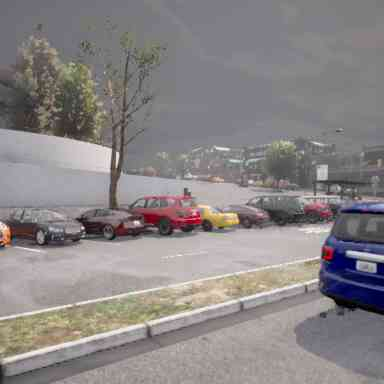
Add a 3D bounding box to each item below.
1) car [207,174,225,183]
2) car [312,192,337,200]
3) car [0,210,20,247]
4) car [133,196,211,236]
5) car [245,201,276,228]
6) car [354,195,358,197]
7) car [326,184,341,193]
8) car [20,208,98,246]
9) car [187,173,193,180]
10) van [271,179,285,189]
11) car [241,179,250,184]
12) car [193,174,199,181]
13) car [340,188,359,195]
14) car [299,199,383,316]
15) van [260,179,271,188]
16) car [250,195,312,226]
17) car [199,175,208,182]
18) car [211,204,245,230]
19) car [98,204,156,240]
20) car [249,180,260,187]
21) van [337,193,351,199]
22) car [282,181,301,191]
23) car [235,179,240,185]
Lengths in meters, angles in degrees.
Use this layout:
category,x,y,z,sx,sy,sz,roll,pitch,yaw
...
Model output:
category,x,y,z,sx,sy,sz,roll,pitch,yaw
car,6.922,-3.174,87.312,1.946,1.575,5.366,7,3,34
car,7.777,1.268,25.684,5.566,2.045,2.435,-1,-1,35
car,-9.411,1.367,13.536,4.553,1.767,2.185,-1,-1,34
car,-2.084,1.249,18.759,5.566,2.045,2.435,-1,-1,34
car,2.839,1.550,22.218,4.674,1.452,2.002,-1,-1,35
car,12.722,1.405,29.108,4.553,1.767,2.185,-1,-1,35
car,25.897,-0.424,60.084,2.435,2.045,5.566,7,3,35
car,-6.946,1.494,15.263,4.892,1.521,2.231,-1,-1,34
car,1.541,-4.083,94.503,2.185,1.767,4.553,4,1,33
van,18.919,-1.489,69.827,1.878,1.987,4.442,7,4,35
car,13.778,-2.042,77.345,2.002,1.452,4.674,7,4,35
car,3.273,-3.849,92.035,2.185,1.767,4.553,6,3,34
car,27.590,0.138,57.613,2.002,1.452,4.674,7,3,35
car,4.815,1.227,6.576,5.566,2.045,2.150,0,0,-36
van,17.188,-1.762,72.297,1.878,1.987,4.442,7,4,35
car,5.265,1.264,23.977,5.566,2.045,2.435,-1,-1,35
car,5.069,-3.697,89.570,2.435,2.045,5.566,7,3,34
car,0.234,1.504,20.588,5.366,1.575,1.946,-1,-1,35
car,-4.528,1.525,17.012,4.792,1.488,2.163,-1,-1,34
car,15.611,-1.810,75.026,1.946,1.575,5.366,7,3,35
van,10.314,1.298,27.356,4.442,1.987,1.878,-1,-1,35
car,20.680,-0.991,67.466,2.231,1.521,4.892,7,3,35
car,12.034,-2.315,79.806,2.002,1.452,4.674,7,3,35
